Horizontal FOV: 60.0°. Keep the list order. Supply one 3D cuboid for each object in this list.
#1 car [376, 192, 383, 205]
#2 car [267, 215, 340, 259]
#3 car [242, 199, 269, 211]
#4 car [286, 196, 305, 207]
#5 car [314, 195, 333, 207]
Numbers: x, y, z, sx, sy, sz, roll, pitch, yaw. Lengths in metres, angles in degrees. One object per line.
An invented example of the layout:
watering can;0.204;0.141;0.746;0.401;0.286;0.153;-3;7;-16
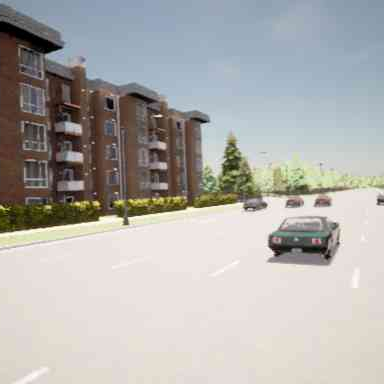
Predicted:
car;23.791;0.770;41.051;2.128;1.511;4.902;-3;0;28
car;4.310;1.508;12.285;1.895;1.301;4.718;-3;0;29
car;7.840;1.521;40.955;2.033;1.411;5.357;-3;0;29
car;13.823;1.266;44.665;1.812;1.442;4.674;-3;0;28
car;17.275;1.107;43.700;1.812;1.442;4.674;-3;0;28
